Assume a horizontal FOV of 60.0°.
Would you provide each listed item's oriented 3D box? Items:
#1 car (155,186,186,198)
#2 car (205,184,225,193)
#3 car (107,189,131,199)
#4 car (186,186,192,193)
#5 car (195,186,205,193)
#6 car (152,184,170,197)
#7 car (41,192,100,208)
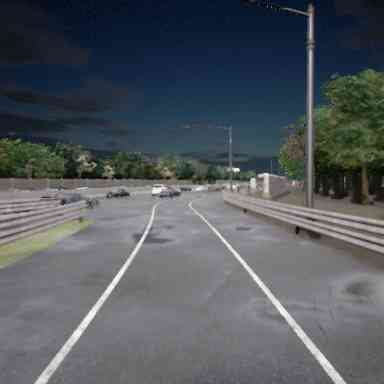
[{"bbox_3d":[-3.246,0.201,50.702,2.033,1.411,5.357,0,2,19],"label":"car"},{"bbox_3d":[5.131,-0.594,74.780,2.128,1.511,4.902,0,2,19],"label":"car"},{"bbox_3d":[-10.972,0.265,49.799,1.812,1.442,4.674,0,2,19],"label":"car"},{"bbox_3d":[-1.480,-0.636,77.082,1.837,1.490,4.892,0,2,19],"label":"car"},{"bbox_3d":[2.100,-0.629,76.727,1.812,1.442,4.674,0,2,19],"label":"car"},{"bbox_3d":[-4.860,-0.290,56.703,2.150,2.045,5.566,0,2,19],"label":"car"},{"bbox_3d":[-10.508,0.869,29.853,2.033,1.411,5.357,0,2,19],"label":"car"}]
